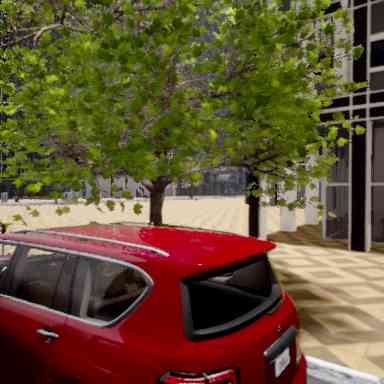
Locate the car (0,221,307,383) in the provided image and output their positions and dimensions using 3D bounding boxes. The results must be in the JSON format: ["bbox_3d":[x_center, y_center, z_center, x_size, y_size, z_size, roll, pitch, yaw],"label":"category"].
[{"bbox_3d":[-1.297,1.274,3.791,5.009,1.841,2.192,1,0,35],"label":"car"}]
